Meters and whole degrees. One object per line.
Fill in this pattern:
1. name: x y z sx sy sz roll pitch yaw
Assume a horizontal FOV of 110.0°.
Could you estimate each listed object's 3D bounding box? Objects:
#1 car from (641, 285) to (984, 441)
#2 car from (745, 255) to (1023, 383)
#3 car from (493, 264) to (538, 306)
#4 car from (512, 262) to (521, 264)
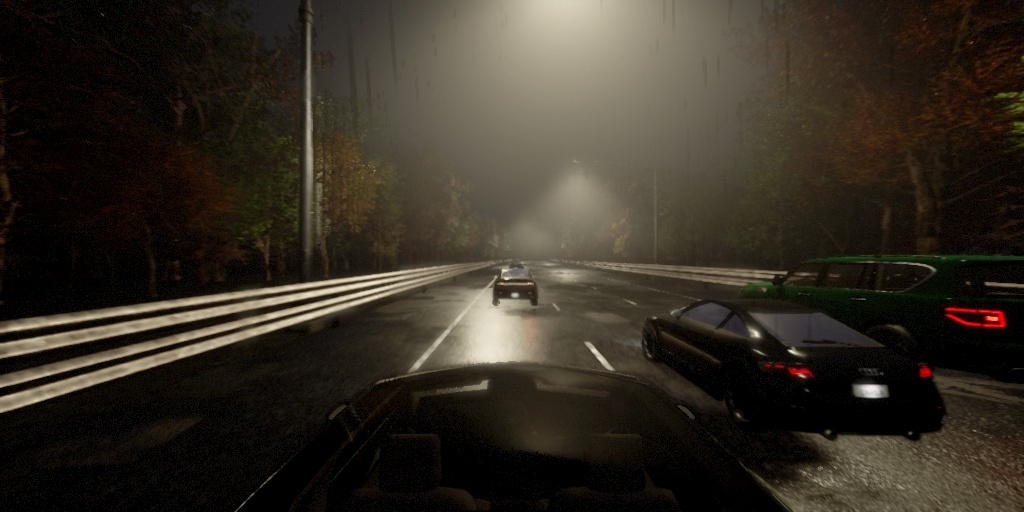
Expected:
1. car: 3.606 1.333 5.605 1.994 1.385 4.181 0 0 0
2. car: 7.098 1.002 7.314 2.150 2.045 5.566 0 0 0
3. car: 0.146 1.303 16.278 2.128 1.511 4.902 0 0 0
4. car: 0.612 1.510 48.891 1.994 1.385 4.181 0 0 1
